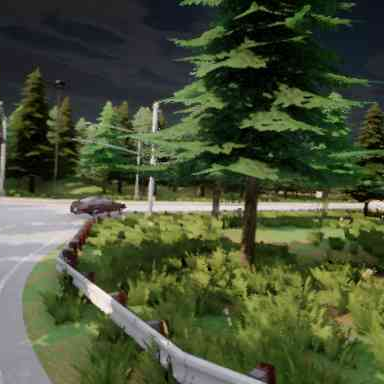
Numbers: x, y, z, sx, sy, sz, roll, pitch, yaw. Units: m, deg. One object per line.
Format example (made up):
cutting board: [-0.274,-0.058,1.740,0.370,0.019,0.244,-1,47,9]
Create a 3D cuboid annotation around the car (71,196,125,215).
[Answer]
car: [-7.025,1.031,25.285,1.812,1.442,4.674,4,3,28]
